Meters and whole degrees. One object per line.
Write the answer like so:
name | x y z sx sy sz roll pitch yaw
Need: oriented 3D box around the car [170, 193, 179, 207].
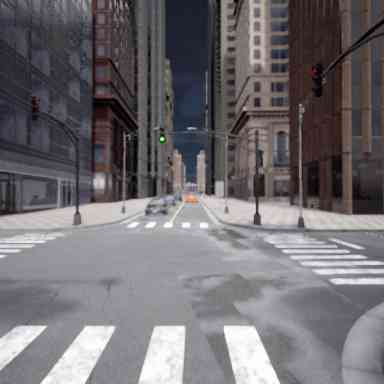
car | -3.092 1.265 45.034 1.812 1.442 4.674 0 0 0

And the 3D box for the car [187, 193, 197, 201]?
car | -0.017 0.999 69.756 1.882 1.535 5.008 0 0 0

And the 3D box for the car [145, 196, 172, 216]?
car | -3.101 1.347 30.190 1.812 1.442 4.674 0 0 0

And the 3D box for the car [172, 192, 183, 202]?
car | -3.016 0.946 64.717 2.150 2.045 5.566 0 0 0

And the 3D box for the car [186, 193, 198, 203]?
car | -0.013 1.021 59.689 2.097 1.767 4.553 0 0 0
